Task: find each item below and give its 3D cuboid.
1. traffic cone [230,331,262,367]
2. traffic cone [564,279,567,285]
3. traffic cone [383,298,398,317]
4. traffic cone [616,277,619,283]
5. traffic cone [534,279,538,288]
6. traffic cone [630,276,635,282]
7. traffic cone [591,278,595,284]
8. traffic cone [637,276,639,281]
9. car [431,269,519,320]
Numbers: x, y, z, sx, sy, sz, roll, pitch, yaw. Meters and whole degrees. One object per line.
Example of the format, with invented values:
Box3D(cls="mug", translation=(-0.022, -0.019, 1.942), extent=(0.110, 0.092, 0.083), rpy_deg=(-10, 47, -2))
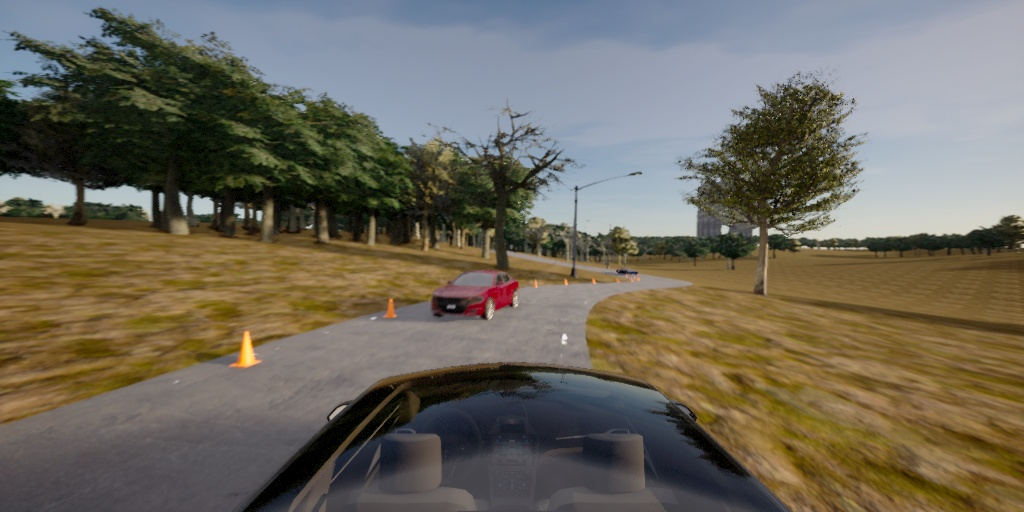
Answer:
Box3D(cls="traffic cone", translation=(-4.798, 1.652, 6.472), extent=(0.340, 0.580, 0.340), rpy_deg=(0, 0, 6))
Box3D(cls="traffic cone", translation=(4.613, 2.213, 30.830), extent=(0.340, 0.580, 0.340), rpy_deg=(0, 0, 36))
Box3D(cls="traffic cone", translation=(-3.956, 1.676, 11.685), extent=(0.340, 0.580, 0.340), rpy_deg=(0, 0, 12))
Box3D(cls="traffic cone", translation=(11.315, 2.604, 38.529), extent=(0.340, 0.580, 0.340), rpy_deg=(0, 0, 41))
Box3D(cls="traffic cone", translation=(1.732, 2.024, 26.407), extent=(0.340, 0.580, 0.340), rpy_deg=(0, 0, 30))
Box3D(cls="traffic cone", translation=(14.059, 2.793, 42.228), extent=(0.340, 0.580, 0.340), rpy_deg=(0, 0, 32))
Box3D(cls="traffic cone", translation=(7.939, 2.408, 34.929), extent=(0.340, 0.580, 0.340), rpy_deg=(0, 0, 42))
Box3D(cls="traffic cone", translation=(16.244, 2.975, 46.284), extent=(0.340, 0.580, 0.340), rpy_deg=(0, 0, 24))
Box3D(cls="car", translation=(-1.126, 1.247, 12.963), extent=(1.882, 1.535, 5.008), rpy_deg=(0, 0, 16))
